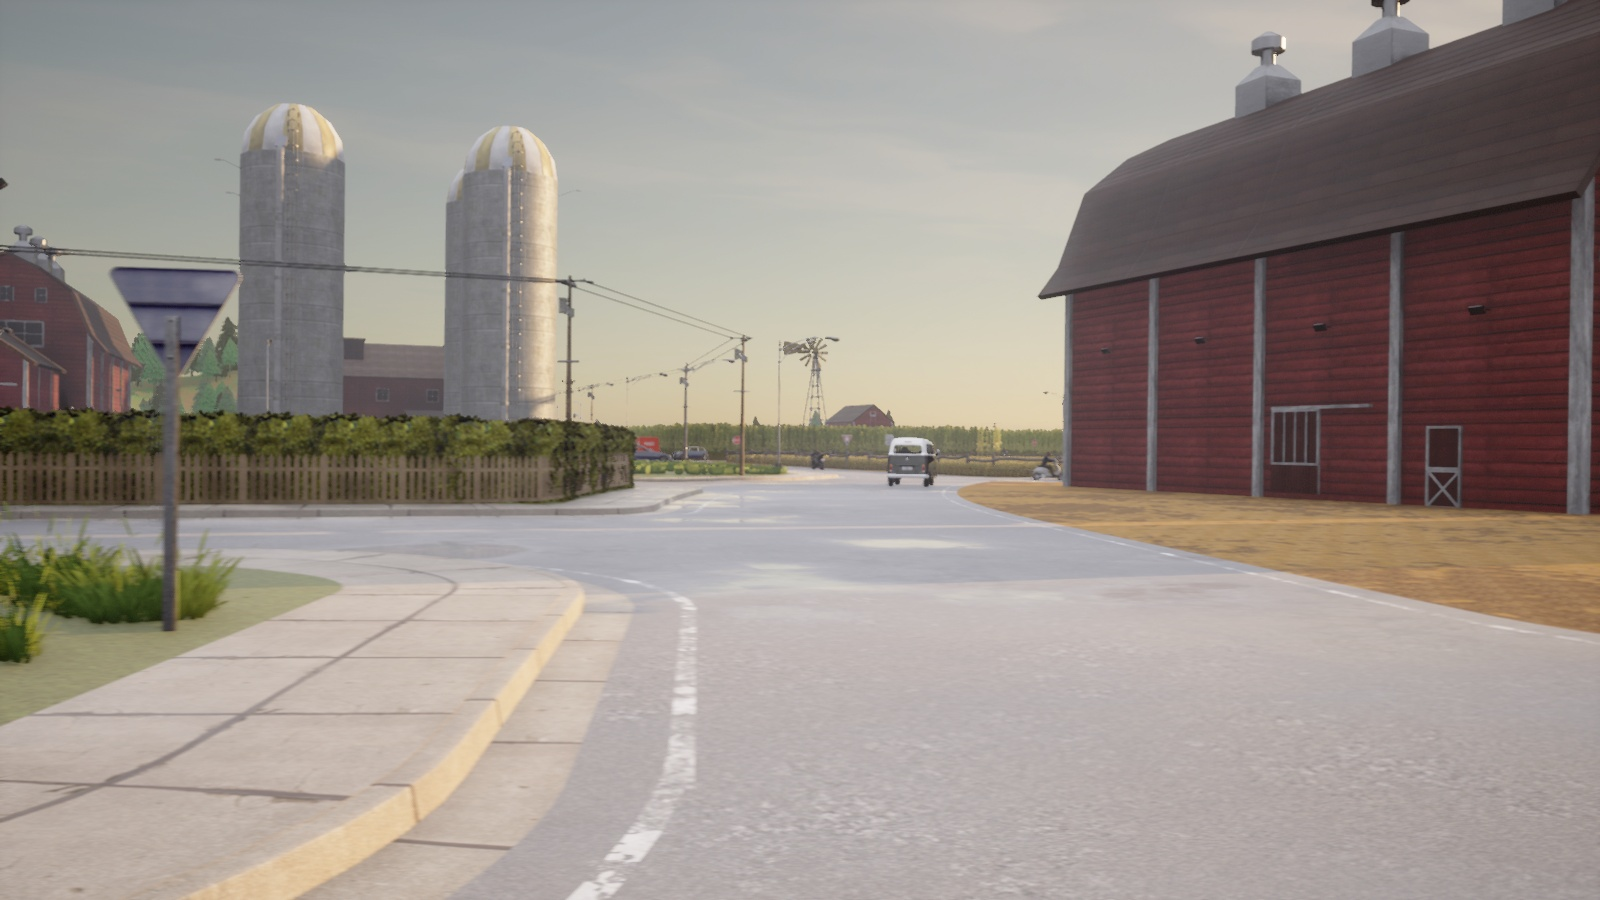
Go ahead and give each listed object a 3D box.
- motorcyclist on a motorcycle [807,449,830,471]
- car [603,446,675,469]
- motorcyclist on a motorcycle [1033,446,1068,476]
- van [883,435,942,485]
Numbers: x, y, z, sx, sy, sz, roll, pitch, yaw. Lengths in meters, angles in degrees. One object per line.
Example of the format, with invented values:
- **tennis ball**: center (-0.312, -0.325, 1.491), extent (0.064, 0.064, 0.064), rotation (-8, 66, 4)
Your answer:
- **motorcyclist on a motorcycle**: center (1.299, 0.697, 90.454), extent (0.866, 1.530, 2.191), rotation (-1, 0, -21)
- **car**: center (-12.112, 0.553, 94.532), extent (5.027, 1.651, 2.152), rotation (-1, 0, -21)
- **motorcyclist on a motorcycle**: center (13.465, 0.583, 67.483), extent (1.817, 1.590, 0.866), rotation (-1, -2, 9)
- **van**: center (4.874, 0.410, 53.890), extent (2.069, 2.038, 4.480), rotation (-1, 0, 11)
